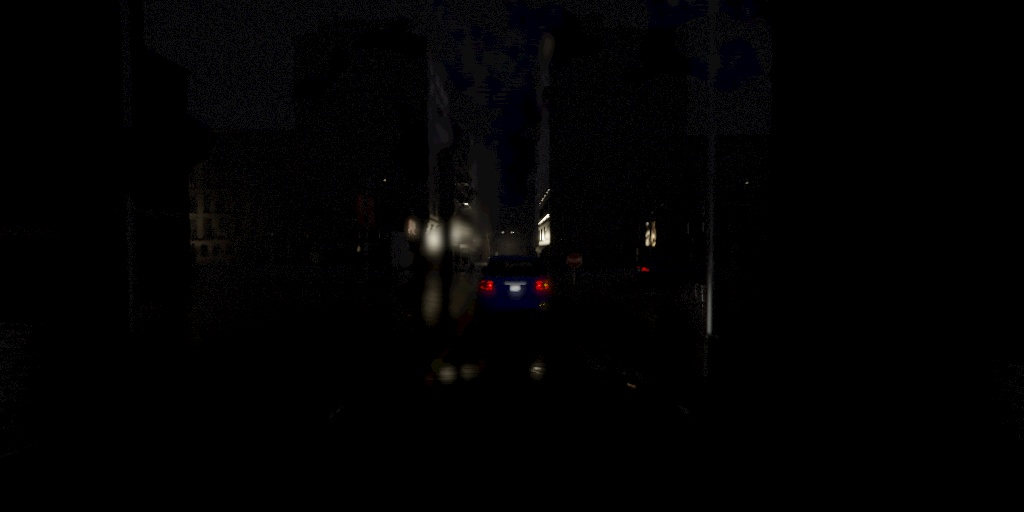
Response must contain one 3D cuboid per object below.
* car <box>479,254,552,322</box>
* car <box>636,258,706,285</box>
[{"bbox_3d":[0.094,0.985,12.524,2.150,2.045,5.566,0,0,0],"label":"car"},{"bbox_3d":[12.745,1.190,28.432,5.566,2.045,2.150,0,1,0],"label":"car"}]
